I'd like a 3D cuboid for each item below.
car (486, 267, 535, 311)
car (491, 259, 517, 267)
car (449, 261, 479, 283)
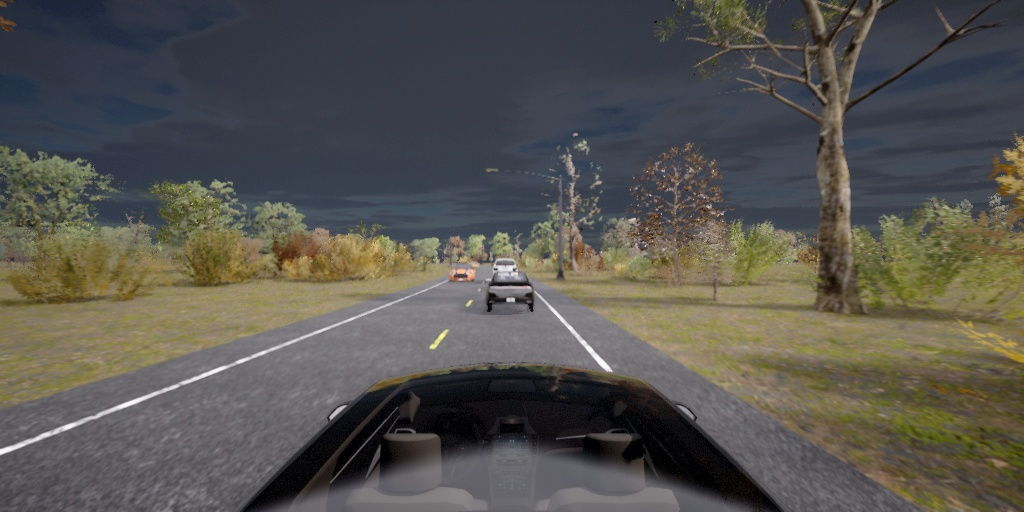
[{"bbox_3d":[-0.092,1.380,15.228,2.128,1.511,4.902,0,-1,-1],"label":"car"},{"bbox_3d":[-0.684,1.287,32.156,2.150,2.045,5.566,0,-1,-3],"label":"car"},{"bbox_3d":[-4.400,1.422,32.340,2.097,1.767,4.553,0,-1,-3],"label":"car"}]
